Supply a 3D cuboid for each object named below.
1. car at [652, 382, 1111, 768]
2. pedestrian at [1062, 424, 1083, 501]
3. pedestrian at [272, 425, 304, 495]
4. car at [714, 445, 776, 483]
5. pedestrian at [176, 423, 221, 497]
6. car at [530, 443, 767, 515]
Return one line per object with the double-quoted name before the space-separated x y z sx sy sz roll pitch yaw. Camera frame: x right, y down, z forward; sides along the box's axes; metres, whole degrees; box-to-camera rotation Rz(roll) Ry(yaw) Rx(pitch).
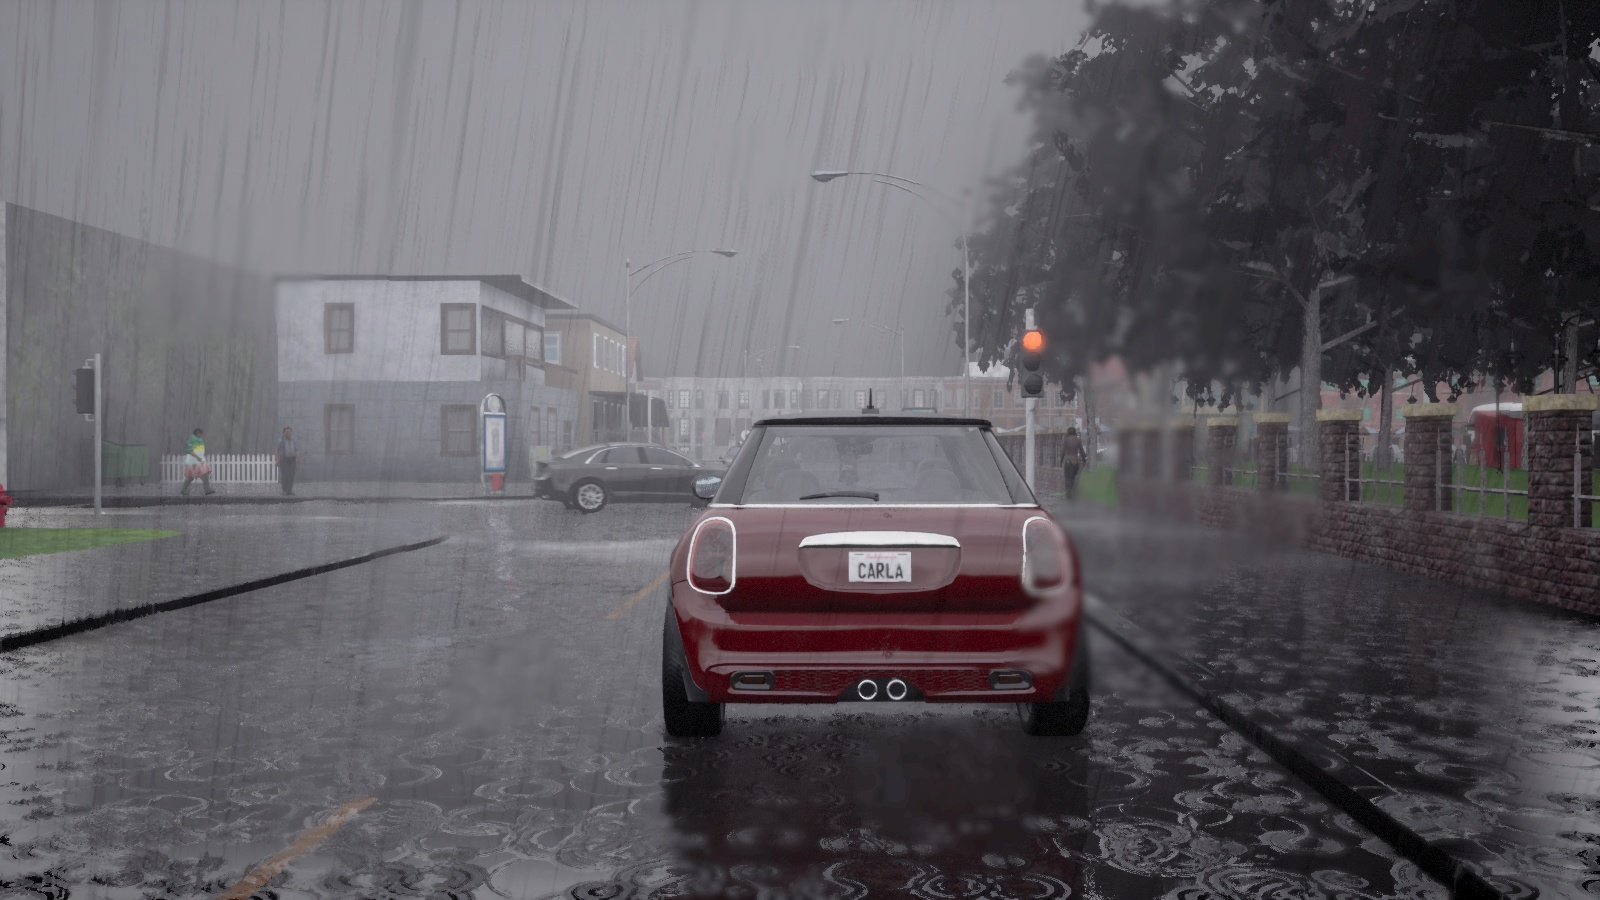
"car" 0.361 0.560 8.016 2.097 1.767 4.553 0 0 0
"pedestrian" 6.478 0.293 29.854 0.328 1.805 0.869 0 0 2
"pedestrian" -13.722 0.255 33.651 0.694 1.848 0.540 0 0 43
"car" -2.120 0.509 50.148 2.033 1.411 5.357 0 0 2
"pedestrian" -16.132 0.253 33.699 0.873 1.952 0.659 0 0 18
"car" -3.354 0.592 27.705 4.892 1.490 1.837 0 1 -20
